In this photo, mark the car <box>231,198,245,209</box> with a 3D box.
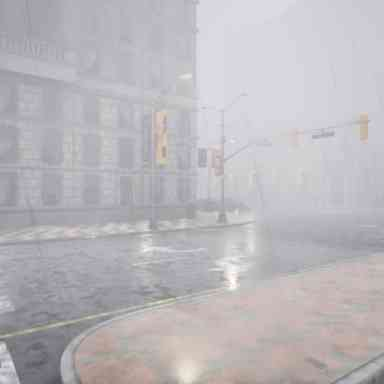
[{"bbox_3d":[5.068,1.523,44.597,1.812,1.442,4.674,0,0,-36],"label":"car"}]

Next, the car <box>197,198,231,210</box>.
[{"bbox_3d":[2.205,1.489,42.583,2.128,1.511,4.902,0,0,-36],"label":"car"}]
